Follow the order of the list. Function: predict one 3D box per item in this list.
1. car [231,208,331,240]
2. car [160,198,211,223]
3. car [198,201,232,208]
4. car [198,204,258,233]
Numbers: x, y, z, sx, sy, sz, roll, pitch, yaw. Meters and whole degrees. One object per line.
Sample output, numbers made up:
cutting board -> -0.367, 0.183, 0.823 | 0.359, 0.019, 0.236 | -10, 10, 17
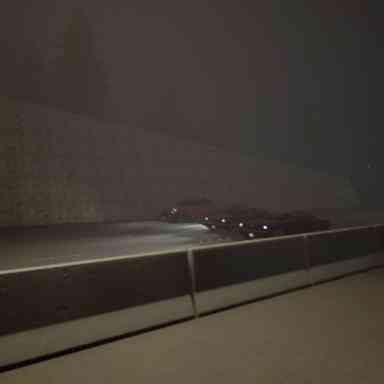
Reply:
car -> 4.382, 1.548, 15.681 | 4.718, 1.301, 1.895 | 0, 0, -35
car -> -0.204, 1.290, 25.292 | 4.553, 1.767, 2.097 | 0, 0, -35
car -> 2.854, 1.499, 23.164 | 4.181, 1.385, 1.994 | 0, 0, -35
car -> 2.959, 1.545, 18.960 | 4.718, 1.301, 1.895 | 0, 0, -35
